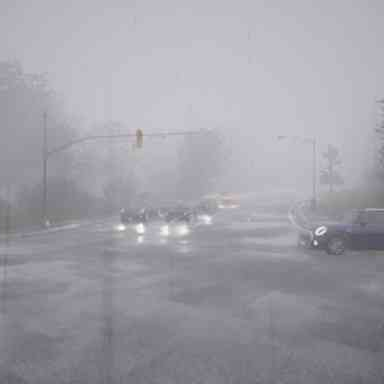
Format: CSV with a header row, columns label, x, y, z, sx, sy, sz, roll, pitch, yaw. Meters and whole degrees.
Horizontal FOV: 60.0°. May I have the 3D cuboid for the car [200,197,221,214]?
label,x,y,z,sx,sy,sz,roll,pitch,yaw
car,1.471,1.544,35.947,1.895,1.301,4.718,0,2,16

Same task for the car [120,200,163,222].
label,x,y,z,sx,sy,sz,roll,pitch,yaw
car,-4.216,1.461,27.563,2.097,1.767,4.553,0,0,13

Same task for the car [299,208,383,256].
label,x,y,z,sx,sy,sz,roll,pitch,yaw
car,6.607,1.428,13.021,4.553,1.767,2.097,0,0,0

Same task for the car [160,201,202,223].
label,x,y,z,sx,sy,sz,roll,pitch,yaw
car,-0.771,1.705,27.083,1.895,1.301,4.718,0,0,12

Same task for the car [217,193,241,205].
label,x,y,z,sx,sy,sz,roll,pitch,yaw
car,5.718,0.908,48.070,1.882,1.535,5.008,0,3,23

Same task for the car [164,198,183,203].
label,x,y,z,sx,sy,sz,roll,pitch,yaw
car,-2.089,1.472,36.135,1.837,1.490,4.892,0,2,16

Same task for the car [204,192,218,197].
label,x,y,z,sx,sy,sz,roll,pitch,yaw
car,3.147,0.827,50.967,1.882,1.535,5.008,0,3,23
